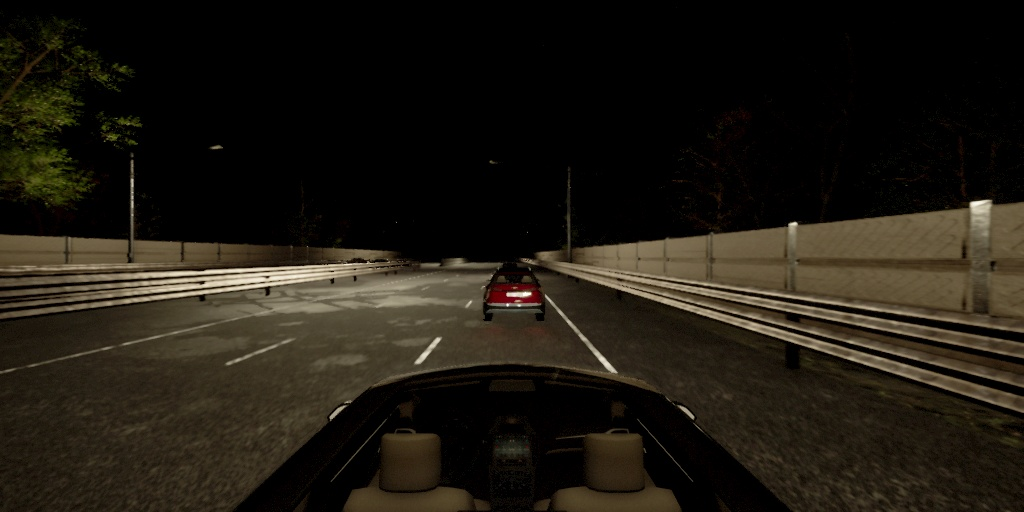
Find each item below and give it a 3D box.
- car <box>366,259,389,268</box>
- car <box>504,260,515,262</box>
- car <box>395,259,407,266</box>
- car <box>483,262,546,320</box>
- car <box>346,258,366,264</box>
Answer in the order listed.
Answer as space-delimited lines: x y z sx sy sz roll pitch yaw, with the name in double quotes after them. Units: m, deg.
-21.752 1.238 59.012 1.882 1.535 5.008 0 0 -1 "car"
-0.291 1.261 43.263 1.837 1.490 4.892 0 0 -1 "car"
-18.258 1.286 59.213 1.812 1.442 4.674 0 0 -1 "car"
0.063 1.181 12.591 2.033 1.649 4.856 0 0 0 "car"
-25.233 1.112 58.217 2.097 1.767 4.553 0 0 -1 "car"
